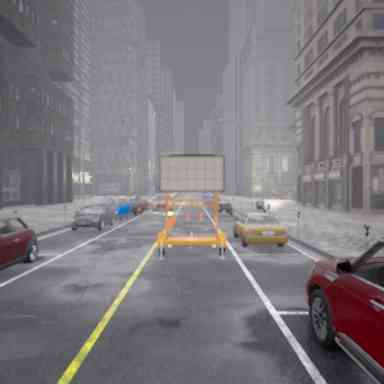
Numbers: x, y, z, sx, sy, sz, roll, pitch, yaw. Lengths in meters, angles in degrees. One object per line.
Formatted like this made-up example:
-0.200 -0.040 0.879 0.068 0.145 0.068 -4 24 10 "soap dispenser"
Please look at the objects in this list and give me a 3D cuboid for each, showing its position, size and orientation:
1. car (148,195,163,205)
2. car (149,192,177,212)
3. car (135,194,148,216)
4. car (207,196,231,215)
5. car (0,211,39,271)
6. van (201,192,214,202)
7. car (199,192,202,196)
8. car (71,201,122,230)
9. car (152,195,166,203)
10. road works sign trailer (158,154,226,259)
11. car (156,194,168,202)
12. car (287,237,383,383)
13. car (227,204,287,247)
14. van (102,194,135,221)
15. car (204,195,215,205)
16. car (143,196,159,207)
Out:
-5.777 1.258 52.913 1.887 1.381 4.507 0 0 0 "car"
-3.095 1.155 36.348 2.097 1.767 4.553 0 0 0 "car"
-5.770 1.147 30.810 2.192 1.841 5.009 0 0 0 "car"
2.771 1.384 30.797 2.008 1.369 4.403 0 0 0 "car"
-5.764 1.392 8.709 1.967 1.590 4.097 0 0 0 "car"
2.774 1.056 52.896 1.690 1.788 3.998 0 0 0 "van"
2.774 1.201 63.946 1.887 1.381 4.507 0 0 0 "car"
-5.768 1.443 19.761 2.008 1.369 4.403 0 0 0 "car"
-5.779 1.229 58.438 1.887 1.381 4.507 0 0 0 "car"
0.000 0.397 12.253 2.380 3.560 2.880 0 0 0 "road works sign trailer"
-5.781 1.200 63.964 1.887 1.381 4.507 0 0 0 "car"
2.770 1.297 3.172 2.192 1.841 5.009 0 0 0 "car"
2.770 1.447 14.392 1.752 1.417 4.829 0 0 0 "car"
-5.769 1.203 25.285 1.690 1.788 3.998 0 0 0 "van"
2.772 1.356 41.847 1.802 1.307 4.206 0 0 0 "car"
-5.776 1.270 47.218 1.752 1.417 4.829 0 0 0 "car"
